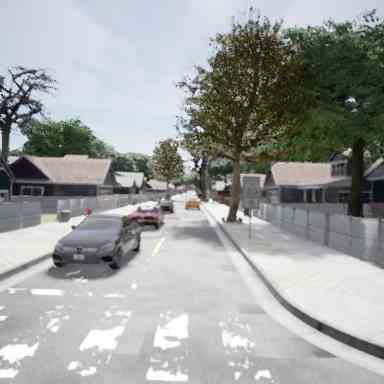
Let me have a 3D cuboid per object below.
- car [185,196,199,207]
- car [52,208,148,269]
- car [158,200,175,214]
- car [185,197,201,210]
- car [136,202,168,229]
[{"bbox_3d":[0.004,1.480,53.774,2.128,1.511,4.902,2,0,0],"label":"car"},{"bbox_3d":[-2.892,1.466,11.140,1.812,1.442,4.674,2,0,2],"label":"car"},{"bbox_3d":[-2.824,1.514,34.836,1.895,1.301,4.718,2,0,0],"label":"car"},{"bbox_3d":[0.105,1.474,43.815,1.882,1.535,5.008,2,0,0],"label":"car"},{"bbox_3d":[-2.834,1.529,21.226,1.895,1.301,4.718,2,0,0],"label":"car"}]
